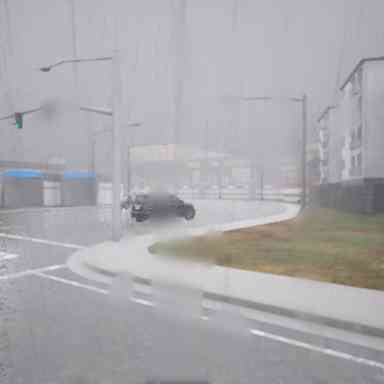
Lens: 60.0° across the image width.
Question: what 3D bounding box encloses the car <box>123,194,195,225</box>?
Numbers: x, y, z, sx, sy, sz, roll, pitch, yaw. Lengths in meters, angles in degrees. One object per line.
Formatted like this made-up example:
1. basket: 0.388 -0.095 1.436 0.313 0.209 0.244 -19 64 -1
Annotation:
1. car: -2.035 1.171 24.263 2.150 2.045 5.566 0 0 36

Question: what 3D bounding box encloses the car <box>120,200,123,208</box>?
1. car: -7.829 1.465 41.815 1.994 1.385 4.181 0 0 24

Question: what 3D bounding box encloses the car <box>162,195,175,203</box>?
1. car: -4.005 1.133 57.209 1.895 1.301 4.718 0 0 1
